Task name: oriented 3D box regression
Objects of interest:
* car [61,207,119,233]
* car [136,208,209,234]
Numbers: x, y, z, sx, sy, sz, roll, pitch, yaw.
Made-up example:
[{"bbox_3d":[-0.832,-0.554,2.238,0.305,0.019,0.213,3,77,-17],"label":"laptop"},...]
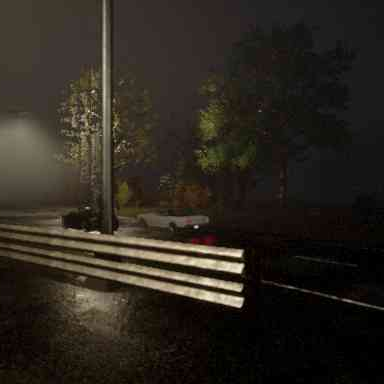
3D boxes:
[{"bbox_3d":[-6.017,1.554,19.449,1.994,1.385,4.181,0,0,-43],"label":"car"},{"bbox_3d":[-1.289,1.587,19.505,1.895,1.301,4.718,0,0,-43],"label":"car"}]
